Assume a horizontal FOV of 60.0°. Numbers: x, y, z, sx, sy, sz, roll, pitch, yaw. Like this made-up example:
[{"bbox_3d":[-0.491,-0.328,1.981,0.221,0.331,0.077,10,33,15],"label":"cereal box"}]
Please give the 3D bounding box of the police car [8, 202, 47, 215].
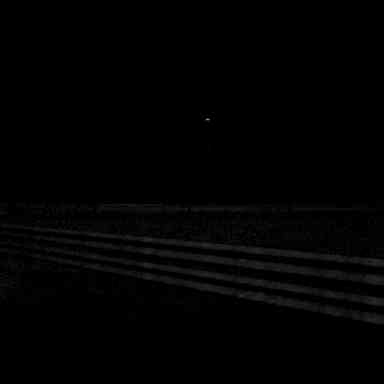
[{"bbox_3d":[-21.225,2.071,42.788,5.238,1.638,1.930,-1,0,15],"label":"police car"}]
